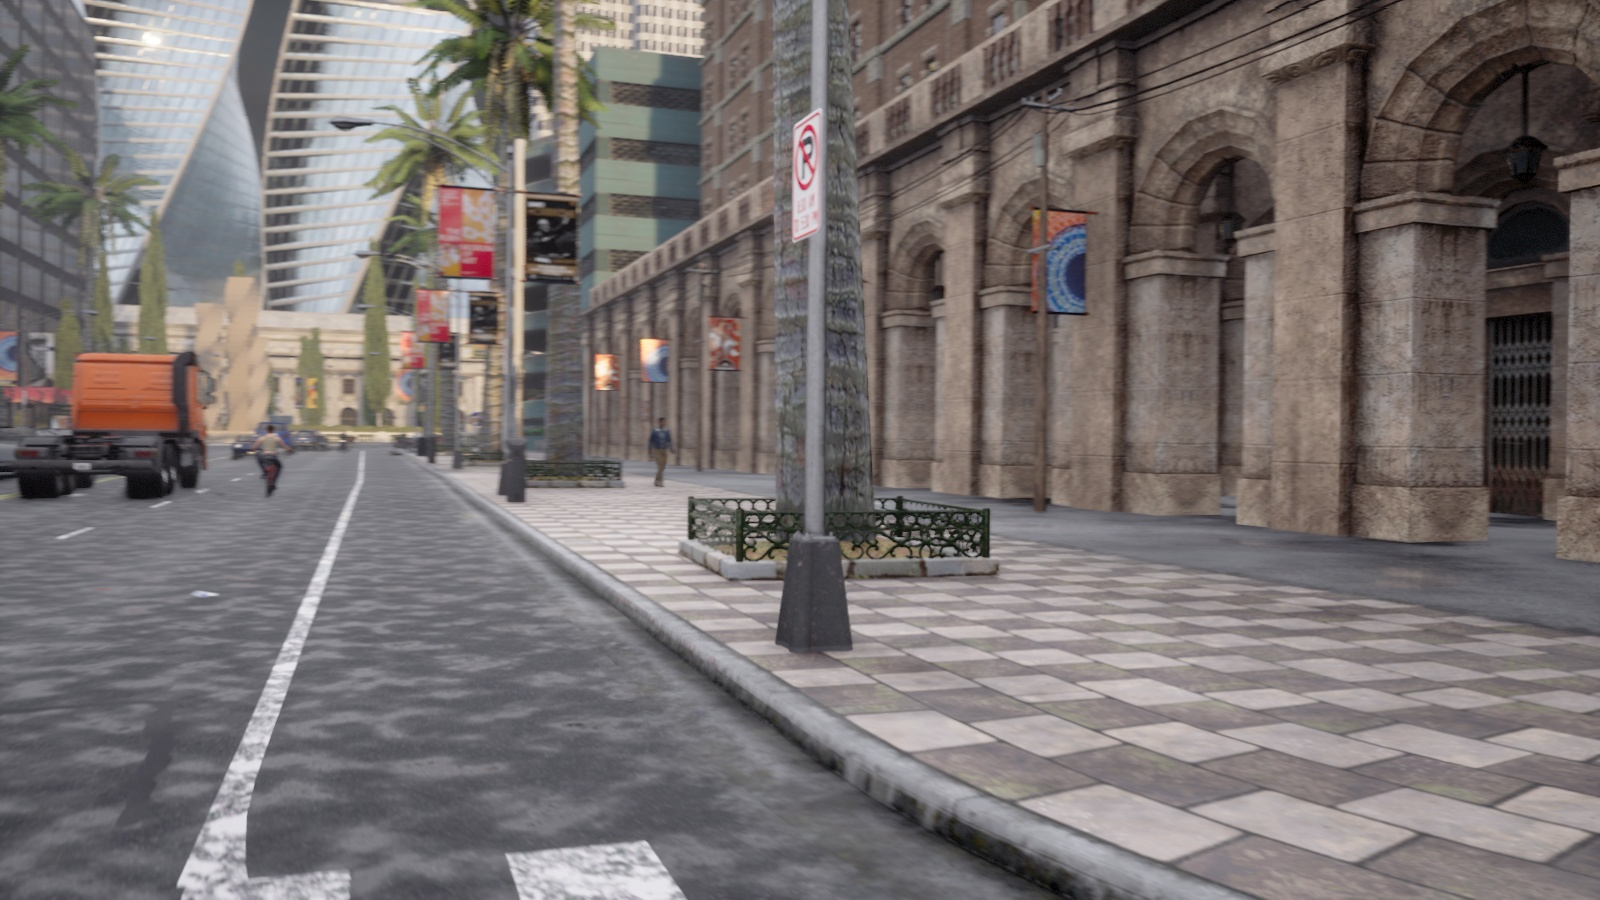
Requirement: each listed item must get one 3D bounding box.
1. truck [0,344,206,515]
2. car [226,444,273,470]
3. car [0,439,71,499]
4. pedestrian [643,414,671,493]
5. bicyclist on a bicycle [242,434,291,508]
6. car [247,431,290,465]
[{"bbox_3d":[-16.130,-0.455,29.593,2.891,3.462,7.936,-1,1,-19],"label":"truck"},{"bbox_3d":[-28.501,0.330,65.131,1.895,1.301,4.718,-1,1,-19],"label":"car"},{"bbox_3d":[-21.189,0.465,33.669,2.007,1.525,4.514,-1,1,-19],"label":"car"},{"bbox_3d":[-3.544,0.078,31.173,0.423,1.949,0.788,-1,1,-27],"label":"pedestrian"},{"bbox_3d":[-11.955,0.449,28.167,0.866,1.612,1.509,-1,1,-18],"label":"bicyclist on a bicycle"},{"bbox_3d":[-33.354,-0.166,78.930,2.150,2.045,5.566,-1,1,-19],"label":"car"}]
